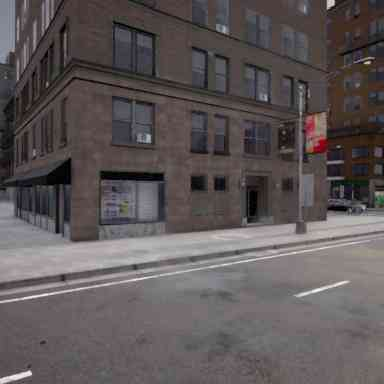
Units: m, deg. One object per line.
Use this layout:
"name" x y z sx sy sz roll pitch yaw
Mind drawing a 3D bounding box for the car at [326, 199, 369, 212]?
"car" 18.726 1.577 40.137 1.947 1.339 4.313 0 0 -35

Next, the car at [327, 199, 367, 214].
"car" 15.654 1.482 34.977 2.128 1.511 4.902 0 0 -35
